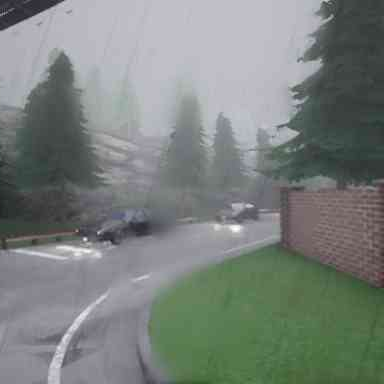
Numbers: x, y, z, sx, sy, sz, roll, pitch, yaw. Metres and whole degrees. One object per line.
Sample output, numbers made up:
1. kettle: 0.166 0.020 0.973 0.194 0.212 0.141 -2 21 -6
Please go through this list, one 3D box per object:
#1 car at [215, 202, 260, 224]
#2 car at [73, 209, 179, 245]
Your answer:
1. car: 3.482 1.490 24.657 1.812 1.442 4.674 -1 0 34
2. car: -2.800 1.510 15.555 2.033 1.411 5.357 -1 0 35
